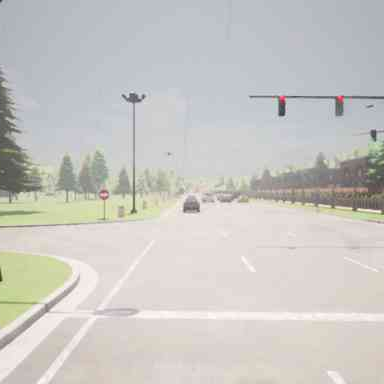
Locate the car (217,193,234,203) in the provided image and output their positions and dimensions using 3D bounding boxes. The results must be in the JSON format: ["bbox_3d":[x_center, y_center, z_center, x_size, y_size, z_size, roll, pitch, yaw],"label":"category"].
[{"bbox_3d":[6.907,1.527,68.519,1.994,1.385,4.181,0,0,0],"label":"car"}]

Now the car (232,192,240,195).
[{"bbox_3d":[10.393,1.015,78.557,2.150,2.045,5.566,0,0,0],"label":"car"}]

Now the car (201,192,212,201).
[{"bbox_3d":[3.393,1.015,78.547,2.150,2.045,5.566,0,0,0],"label":"car"}]

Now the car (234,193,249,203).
[{"bbox_3d":[10.408,1.441,68.107,1.882,1.535,5.008,0,0,0],"label":"car"}]

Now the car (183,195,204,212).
[{"bbox_3d":[-0.051,1.472,37.480,2.128,1.511,4.902,0,0,0],"label":"car"}]

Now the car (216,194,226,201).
[{"bbox_3d":[6.893,1.268,78.522,1.882,1.535,5.008,0,0,0],"label":"car"}]

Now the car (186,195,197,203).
[{"bbox_3d":[-0.092,1.455,68.093,2.128,1.511,4.902,0,0,0],"label":"car"}]

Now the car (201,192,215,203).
[{"bbox_3d":[3.408,1.185,68.127,2.150,2.045,5.566,0,0,0],"label":"car"}]

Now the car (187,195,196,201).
[{"bbox_3d":[-0.107,1.330,78.513,2.033,1.411,5.357,0,0,0],"label":"car"}]
